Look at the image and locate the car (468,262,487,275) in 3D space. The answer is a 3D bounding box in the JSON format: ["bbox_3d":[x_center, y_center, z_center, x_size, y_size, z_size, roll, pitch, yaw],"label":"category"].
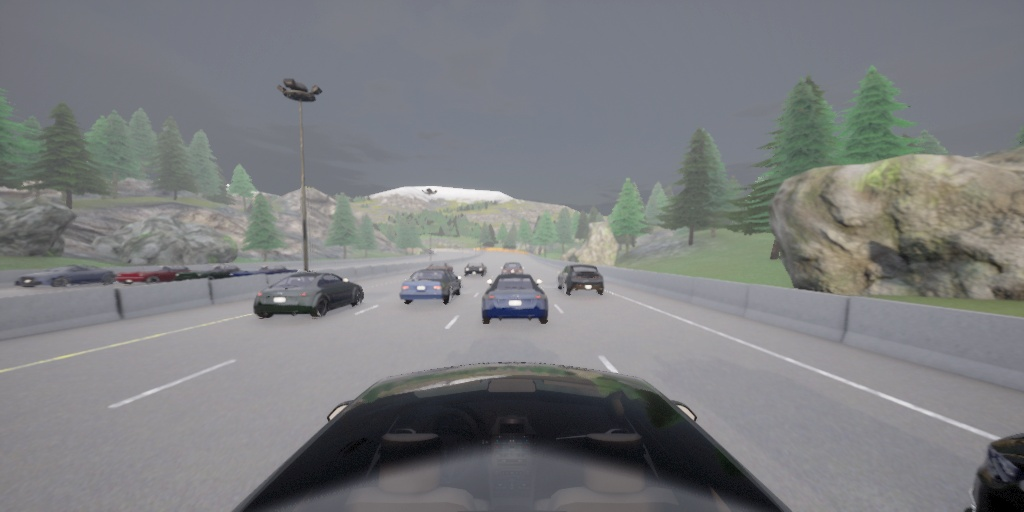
[{"bbox_3d":[-3.458,1.263,35.038,1.895,1.301,4.718,0,0,0],"label":"car"}]

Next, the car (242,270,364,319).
[{"bbox_3d":[-6.918,1.270,12.676,1.994,1.385,4.181,0,0,0],"label":"car"}]

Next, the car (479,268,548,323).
[{"bbox_3d":[0.083,1.267,11.949,1.994,1.385,4.181,0,0,0],"label":"car"}]

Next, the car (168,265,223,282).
[{"bbox_3d":[-21.100,1.292,25.539,1.895,1.301,4.718,0,0,0],"label":"car"}]

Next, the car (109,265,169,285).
[{"bbox_3d":[-24.600,1.295,25.254,1.895,1.301,4.718,0,0,0],"label":"car"}]

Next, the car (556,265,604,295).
[{"bbox_3d":[3.570,1.190,19.197,1.837,1.490,4.892,0,0,0],"label":"car"}]

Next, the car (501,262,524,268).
[{"bbox_3d":[0.051,1.216,29.944,2.033,1.411,5.357,0,0,0],"label":"car"}]

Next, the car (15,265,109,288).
[{"bbox_3d":[-28.111,1.265,22.799,1.994,1.385,4.181,0,0,0],"label":"car"}]

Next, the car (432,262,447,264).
[{"bbox_3d":[-6.958,1.265,35.022,1.895,1.301,4.718,0,0,0],"label":"car"}]

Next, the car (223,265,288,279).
[{"bbox_3d":[-17.599,1.290,25.546,1.895,1.301,4.718,0,0,0],"label":"car"}]

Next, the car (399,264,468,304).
[{"bbox_3d":[-3.424,1.243,15.996,2.033,1.411,5.357,0,0,0],"label":"car"}]
